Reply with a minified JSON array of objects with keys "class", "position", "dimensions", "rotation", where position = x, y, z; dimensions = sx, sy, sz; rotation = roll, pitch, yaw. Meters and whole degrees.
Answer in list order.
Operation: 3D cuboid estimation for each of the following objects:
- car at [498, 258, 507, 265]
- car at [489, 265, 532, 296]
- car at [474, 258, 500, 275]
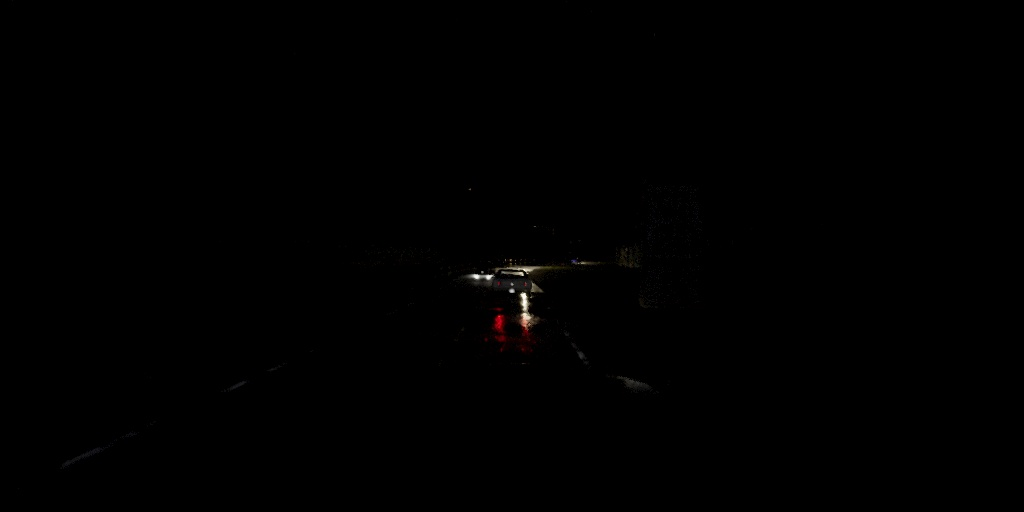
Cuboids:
[{"class":"car","position":[-1.850,1.077,51.462],"dimensions":[1.812,1.442,4.674],"rotation":[1,0,7]},{"class":"car","position":[-0.041,1.361,19.212],"dimensions":[1.895,1.301,4.718],"rotation":[1,0,-1]},{"class":"car","position":[-2.923,1.278,39.651],"dimensions":[2.033,1.411,5.357],"rotation":[1,0,3]}]
